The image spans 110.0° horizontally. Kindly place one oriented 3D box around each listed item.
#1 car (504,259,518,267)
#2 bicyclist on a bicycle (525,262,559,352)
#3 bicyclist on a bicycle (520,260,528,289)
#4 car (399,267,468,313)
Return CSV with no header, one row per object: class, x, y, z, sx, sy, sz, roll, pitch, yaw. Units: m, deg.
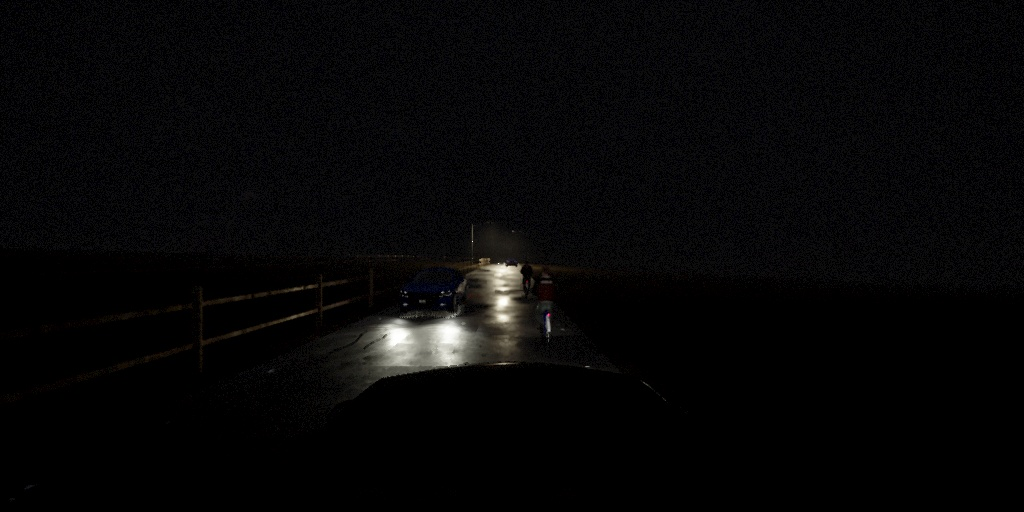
car,-0.071,1.172,60.845,1.812,1.442,4.674,0,0,-1
bicyclist on a bicycle,0.732,1.102,7.997,0.659,1.776,1.843,0,0,0
bicyclist on a bicycle,0.691,1.079,16.995,0.659,1.776,1.843,0,0,0
car,-2.904,1.193,14.084,1.882,1.535,5.008,0,0,0
